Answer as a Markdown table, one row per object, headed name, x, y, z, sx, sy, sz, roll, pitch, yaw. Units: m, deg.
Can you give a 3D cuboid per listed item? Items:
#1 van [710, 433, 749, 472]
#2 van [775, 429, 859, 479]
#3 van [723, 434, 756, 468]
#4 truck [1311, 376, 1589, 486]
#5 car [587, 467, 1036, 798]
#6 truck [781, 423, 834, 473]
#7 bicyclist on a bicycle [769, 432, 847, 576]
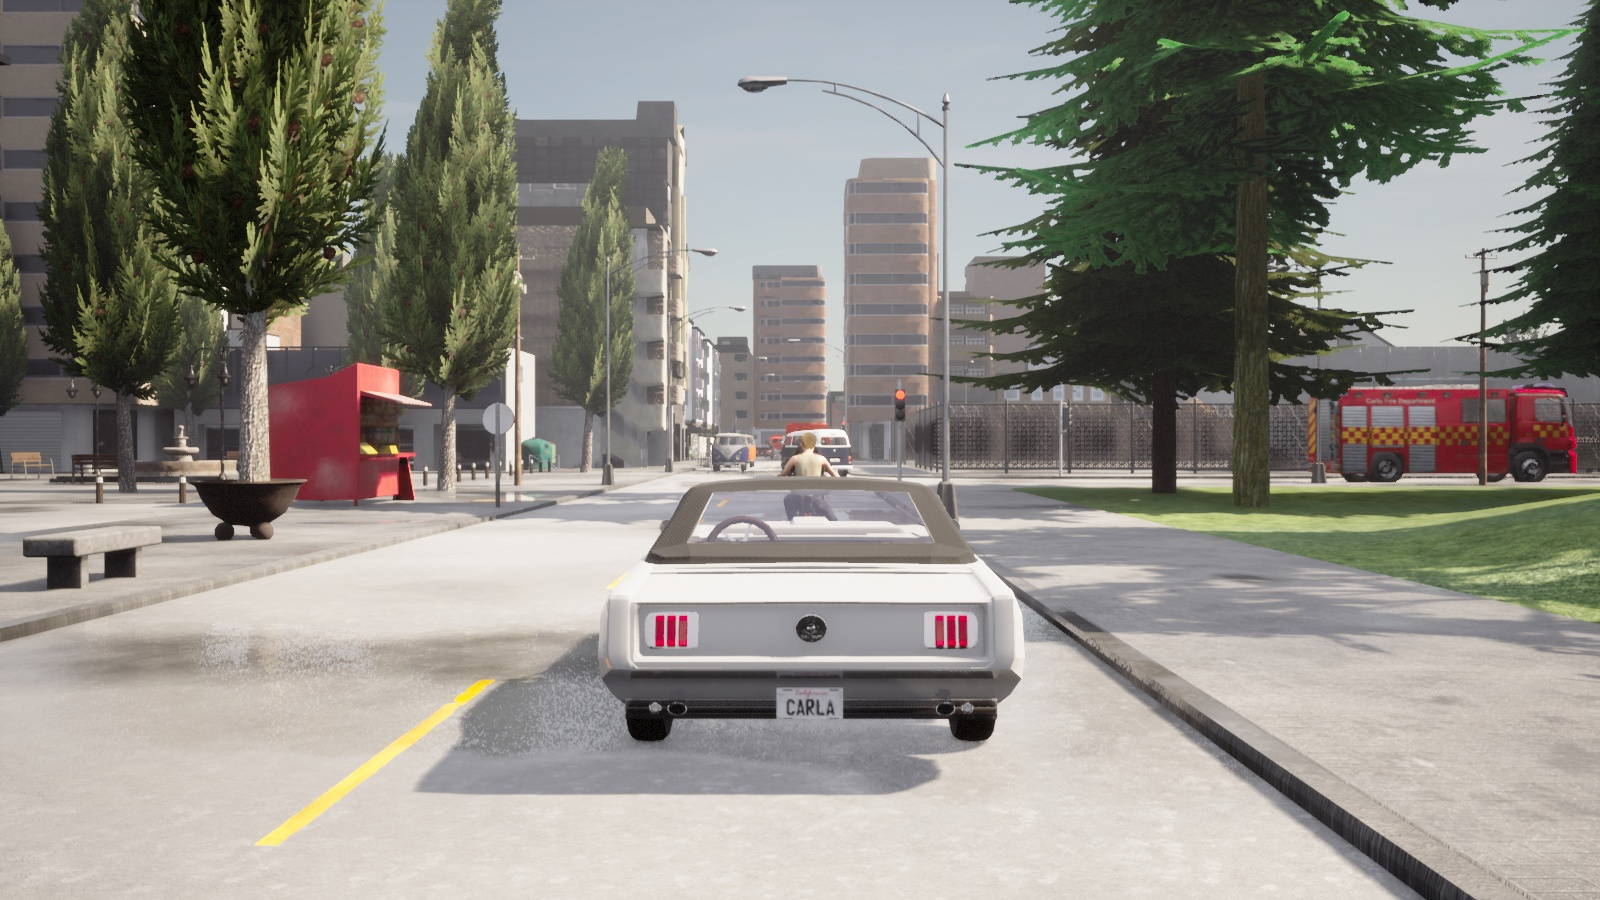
| name | x | y | z | sx | sy | sz | roll | pitch | yaw |
| --- | --- | --- | --- | --- | --- | --- | --- | --- | --- |
| van | -3.674 | 0.114 | 66.089 | 1.775 | 1.987 | 4.442 | 0 | 0 | 0 |
| van | 0.672 | 0.157 | 53.992 | 2.069 | 2.038 | 4.480 | 0 | 0 | -21 |
| van | -3.630 | 0.055 | 76.077 | 1.775 | 1.987 | 4.442 | 0 | 0 | 0 |
| truck | 23.209 | -0.661 | 45.148 | 8.468 | 3.827 | 2.891 | 0 | 0 | 0 |
| car | 0.060 | 0.802 | 7.653 | 1.895 | 1.301 | 4.718 | 0 | 0 | 0 |
| truck | 0.331 | -0.113 | 64.213 | 2.627 | 2.467 | 5.204 | 0 | 0 | -1 |
| bicyclist on a bicycle | 0.096 | 0.597 | 14.757 | 0.866 | 1.612 | 1.509 | 0 | 0 | 1 |
